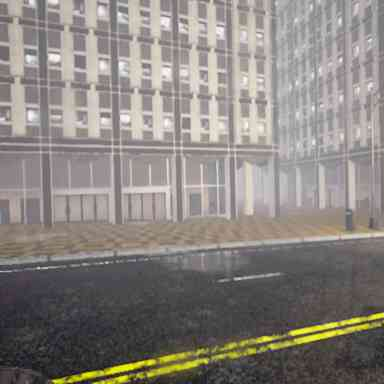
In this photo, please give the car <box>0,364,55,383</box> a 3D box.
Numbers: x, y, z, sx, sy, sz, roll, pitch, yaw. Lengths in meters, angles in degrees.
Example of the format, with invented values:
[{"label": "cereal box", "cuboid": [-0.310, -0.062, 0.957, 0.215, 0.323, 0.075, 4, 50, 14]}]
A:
[{"label": "car", "cuboid": [-2.646, 1.570, 1.365, 4.181, 1.385, 1.994, 0, 0, -23]}]
